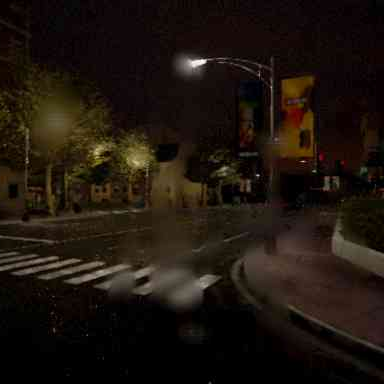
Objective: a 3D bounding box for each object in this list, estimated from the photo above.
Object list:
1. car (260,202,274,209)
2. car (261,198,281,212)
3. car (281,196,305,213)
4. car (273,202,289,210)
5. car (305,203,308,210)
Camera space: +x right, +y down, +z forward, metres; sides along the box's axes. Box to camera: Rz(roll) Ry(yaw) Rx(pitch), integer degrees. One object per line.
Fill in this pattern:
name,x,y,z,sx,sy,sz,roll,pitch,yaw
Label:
car,15.437,2.749,68.378,1.895,1.301,4.718,0,-1,25
car,12.504,2.256,53.264,2.097,1.767,4.553,0,-1,24
car,15.856,2.151,52.181,2.150,2.045,5.566,0,-1,25
car,16.941,2.641,62.998,2.033,1.411,5.357,0,-1,24
car,20.848,2.688,63.138,2.033,1.411,5.357,0,-1,25
